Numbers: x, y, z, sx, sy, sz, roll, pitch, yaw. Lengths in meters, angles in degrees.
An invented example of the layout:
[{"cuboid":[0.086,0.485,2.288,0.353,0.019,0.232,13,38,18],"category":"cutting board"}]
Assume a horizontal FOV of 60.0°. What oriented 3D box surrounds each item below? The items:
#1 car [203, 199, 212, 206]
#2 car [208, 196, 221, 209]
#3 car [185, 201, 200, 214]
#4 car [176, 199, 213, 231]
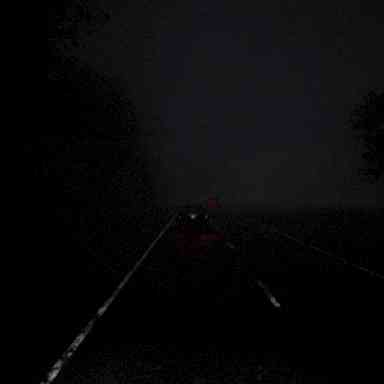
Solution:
[{"cuboid":[3.398,2.235,73.458,1.812,1.442,4.674,0,-1,0],"category":"car"},{"cuboid":[3.525,1.753,54.971,2.150,2.045,5.566,0,0,0],"category":"car"},{"cuboid":[0.039,1.914,42.420,1.837,1.490,4.892,0,-1,0],"category":"car"},{"cuboid":[0.067,1.569,22.523,2.097,1.767,4.553,0,-1,0],"category":"car"}]
